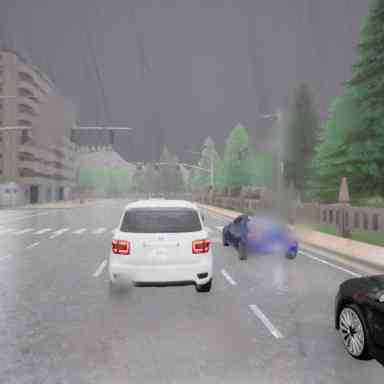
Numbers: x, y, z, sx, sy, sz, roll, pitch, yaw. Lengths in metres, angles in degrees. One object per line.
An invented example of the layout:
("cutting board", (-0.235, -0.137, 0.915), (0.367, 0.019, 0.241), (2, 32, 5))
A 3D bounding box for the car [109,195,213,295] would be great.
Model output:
("car", (-0.793, 1.221, 8.951), (2.150, 2.045, 5.566), (0, 0, -5))

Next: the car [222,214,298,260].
("car", (2.354, 1.525, 12.308), (1.812, 1.442, 4.674), (0, 0, -6))

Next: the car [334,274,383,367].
("car", (3.125, 1.491, 3.080), (2.128, 1.511, 4.902), (0, 0, -3))
